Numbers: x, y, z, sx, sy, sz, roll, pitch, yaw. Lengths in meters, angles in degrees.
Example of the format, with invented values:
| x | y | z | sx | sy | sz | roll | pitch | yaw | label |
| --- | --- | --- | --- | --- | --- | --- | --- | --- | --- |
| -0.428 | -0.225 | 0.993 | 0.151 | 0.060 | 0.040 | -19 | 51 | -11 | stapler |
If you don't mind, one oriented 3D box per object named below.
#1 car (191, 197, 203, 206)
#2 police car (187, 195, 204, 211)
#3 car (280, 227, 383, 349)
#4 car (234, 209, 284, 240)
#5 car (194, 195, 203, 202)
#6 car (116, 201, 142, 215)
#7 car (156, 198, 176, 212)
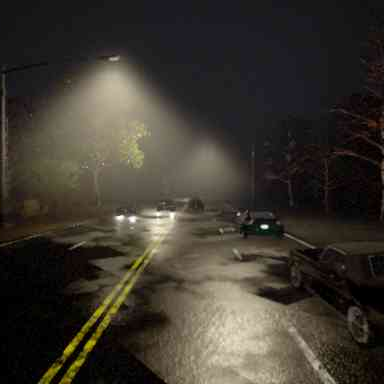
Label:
| x | y | z | sx | sy | sz | roll | pitch | yaw | label |
| --- | --- | --- | --- | --- | --- | --- | --- | --- | --- |
| 0.924 | 1.507 | 55.788 | 1.895 | 1.301 | 4.718 | -2 | 0 | 2 | car |
| 0.470 | 1.364 | 40.495 | 1.930 | 1.638 | 5.238 | 0 | 2 | 1 | police car |
| 3.248 | 1.579 | 6.096 | 1.895 | 1.301 | 4.718 | 0 | 0 | 0 | car |
| 3.303 | 1.546 | 17.033 | 1.994 | 1.385 | 4.181 | 0 | 0 | 0 | car |
| 1.477 | 1.429 | 73.793 | 2.033 | 1.411 | 5.357 | 0 | 0 | 2 | car |
| -6.279 | 1.564 | 33.508 | 1.994 | 1.385 | 4.181 | 0 | 0 | 1 | car |
| -2.898 | 1.495 | 38.160 | 1.837 | 1.490 | 4.892 | 0 | 0 | 2 | car |
